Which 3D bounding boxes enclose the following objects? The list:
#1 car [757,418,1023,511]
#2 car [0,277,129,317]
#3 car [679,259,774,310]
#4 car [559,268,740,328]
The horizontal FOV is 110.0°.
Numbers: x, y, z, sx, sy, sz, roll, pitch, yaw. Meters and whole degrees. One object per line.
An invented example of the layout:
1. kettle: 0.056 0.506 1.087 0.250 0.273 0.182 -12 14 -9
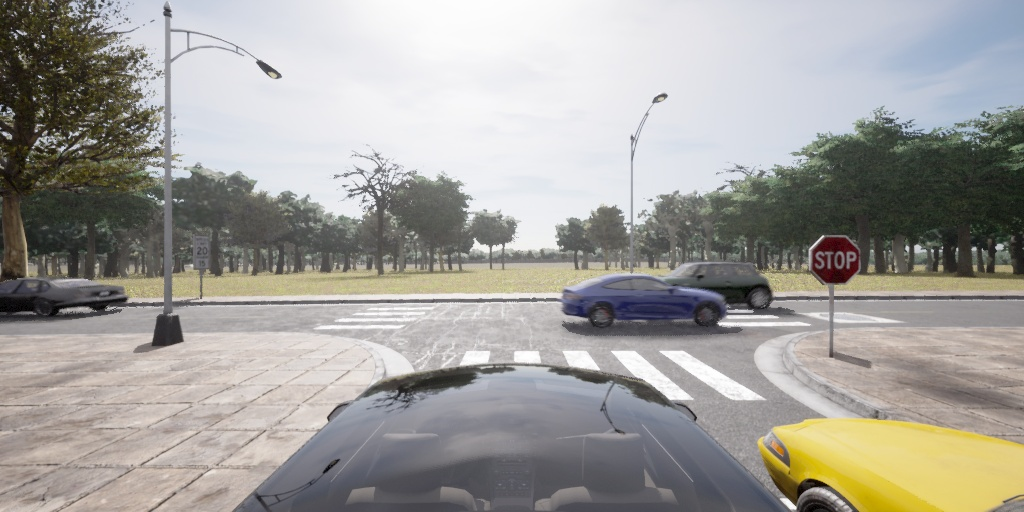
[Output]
1. car: 2.628 1.275 0.614 1.751 1.417 4.829 0 0 0
2. car: -18.142 1.530 13.789 5.357 1.411 2.033 -1 0 1
3. car: 7.005 1.010 13.478 4.553 1.767 2.097 -1 0 1
4. car: 3.728 1.228 10.562 4.674 1.442 1.812 -1 0 1
